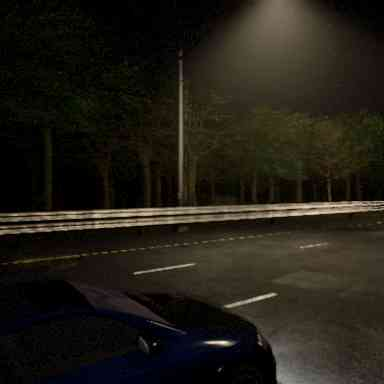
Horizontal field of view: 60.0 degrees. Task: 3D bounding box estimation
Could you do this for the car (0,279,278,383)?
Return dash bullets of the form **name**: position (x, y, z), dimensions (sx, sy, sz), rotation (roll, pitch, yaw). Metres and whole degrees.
- **car**: position (-1.159, 1.565, 3.042), dimensions (4.181, 1.385, 1.994), rotation (0, 0, -35)
